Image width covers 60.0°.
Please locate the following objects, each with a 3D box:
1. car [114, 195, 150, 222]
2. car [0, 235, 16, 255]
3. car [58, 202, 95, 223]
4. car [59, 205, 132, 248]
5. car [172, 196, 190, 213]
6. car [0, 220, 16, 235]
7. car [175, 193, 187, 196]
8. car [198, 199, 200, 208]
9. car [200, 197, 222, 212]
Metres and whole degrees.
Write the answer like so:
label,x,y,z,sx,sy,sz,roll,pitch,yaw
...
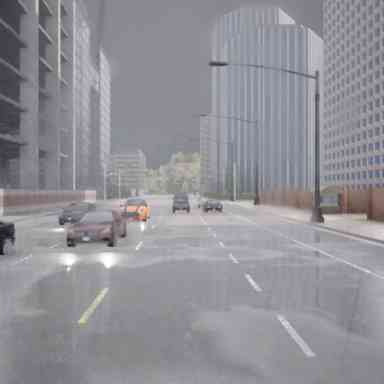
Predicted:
label,x,y,z,sx,sy,sz,roll,pitch,yaw
car,-4.496,1.350,26.206,2.097,1.767,4.553,0,0,-2
car,-3.639,1.492,2.838,2.128,1.511,4.902,0,0,-3
car,-7.913,1.504,23.667,1.837,1.490,4.892,0,0,-2
car,-4.093,1.524,14.936,1.812,1.442,4.674,0,0,-2
car,-1.229,1.488,37.509,2.128,1.511,4.902,0,0,-2
car,-7.429,1.477,10.342,1.882,1.535,5.008,0,0,-2
car,-1.604,1.218,47.677,2.150,2.045,5.566,0,0,-2
car,1.811,1.523,48.381,1.812,1.442,4.674,0,0,-2
car,2.261,1.598,37.828,1.895,1.301,4.718,0,0,-2
